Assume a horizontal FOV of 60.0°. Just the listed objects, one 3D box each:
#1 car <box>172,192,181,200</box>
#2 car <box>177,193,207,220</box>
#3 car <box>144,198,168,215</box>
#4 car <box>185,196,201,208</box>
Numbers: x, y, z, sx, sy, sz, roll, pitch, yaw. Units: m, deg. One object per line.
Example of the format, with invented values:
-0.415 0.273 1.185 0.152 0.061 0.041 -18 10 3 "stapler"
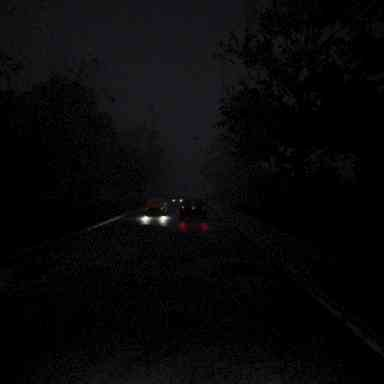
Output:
-3.229 0.738 73.304 2.097 1.767 4.553 0 1 1 "car"
0.098 1.222 27.306 2.097 1.767 4.553 0 0 0 "car"
-3.350 1.309 31.382 1.882 1.535 5.008 0 1 0 "car"
0.096 1.265 44.058 1.994 1.385 4.181 0 1 0 "car"
